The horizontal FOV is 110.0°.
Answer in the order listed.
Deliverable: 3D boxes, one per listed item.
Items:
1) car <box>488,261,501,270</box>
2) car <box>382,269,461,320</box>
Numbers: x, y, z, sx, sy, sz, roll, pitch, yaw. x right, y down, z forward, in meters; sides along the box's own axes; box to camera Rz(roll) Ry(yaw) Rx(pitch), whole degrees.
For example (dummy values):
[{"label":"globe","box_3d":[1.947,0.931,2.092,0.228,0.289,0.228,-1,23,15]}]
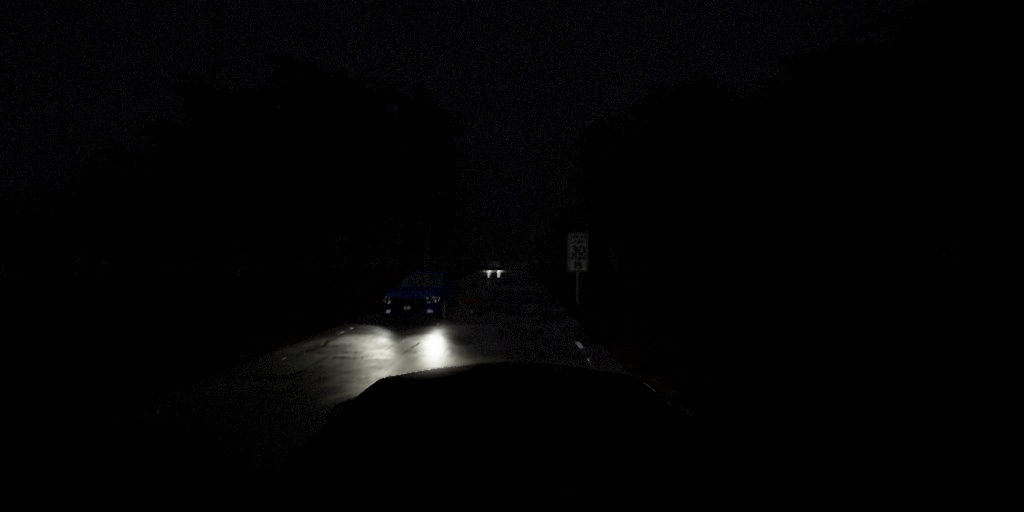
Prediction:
[{"label":"car","box_3d":[-2.737,1.477,55.752,1.812,1.442,4.674,0,0,1]},{"label":"car","box_3d":[-3.043,1.248,12.927,1.882,1.535,5.008,0,0,0]}]
